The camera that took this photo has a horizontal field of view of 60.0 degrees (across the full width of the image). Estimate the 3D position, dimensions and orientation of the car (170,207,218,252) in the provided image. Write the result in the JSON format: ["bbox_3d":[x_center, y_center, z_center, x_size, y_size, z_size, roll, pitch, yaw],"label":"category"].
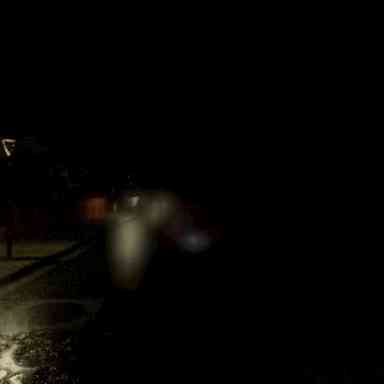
[{"bbox_3d":[0.074,1.557,13.994,1.812,1.442,4.674,0,-1,0],"label":"car"}]

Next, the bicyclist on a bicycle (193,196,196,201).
[{"bbox_3d":[0.795,1.716,81.297,0.582,1.620,1.656,0,-1,0],"label":"bicyclist on a bicycle"}]

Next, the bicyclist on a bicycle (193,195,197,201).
[{"bbox_3d":[0.794,1.746,90.296,0.866,1.612,1.509,0,0,0],"label":"bicyclist on a bicycle"}]

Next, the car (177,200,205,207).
[{"bbox_3d":[0.083,1.562,29.181,2.128,1.511,4.902,0,0,0],"label":"car"}]

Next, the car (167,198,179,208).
[{"bbox_3d":[-2.808,1.631,50.843,2.128,1.511,4.902,0,0,0],"label":"car"}]
